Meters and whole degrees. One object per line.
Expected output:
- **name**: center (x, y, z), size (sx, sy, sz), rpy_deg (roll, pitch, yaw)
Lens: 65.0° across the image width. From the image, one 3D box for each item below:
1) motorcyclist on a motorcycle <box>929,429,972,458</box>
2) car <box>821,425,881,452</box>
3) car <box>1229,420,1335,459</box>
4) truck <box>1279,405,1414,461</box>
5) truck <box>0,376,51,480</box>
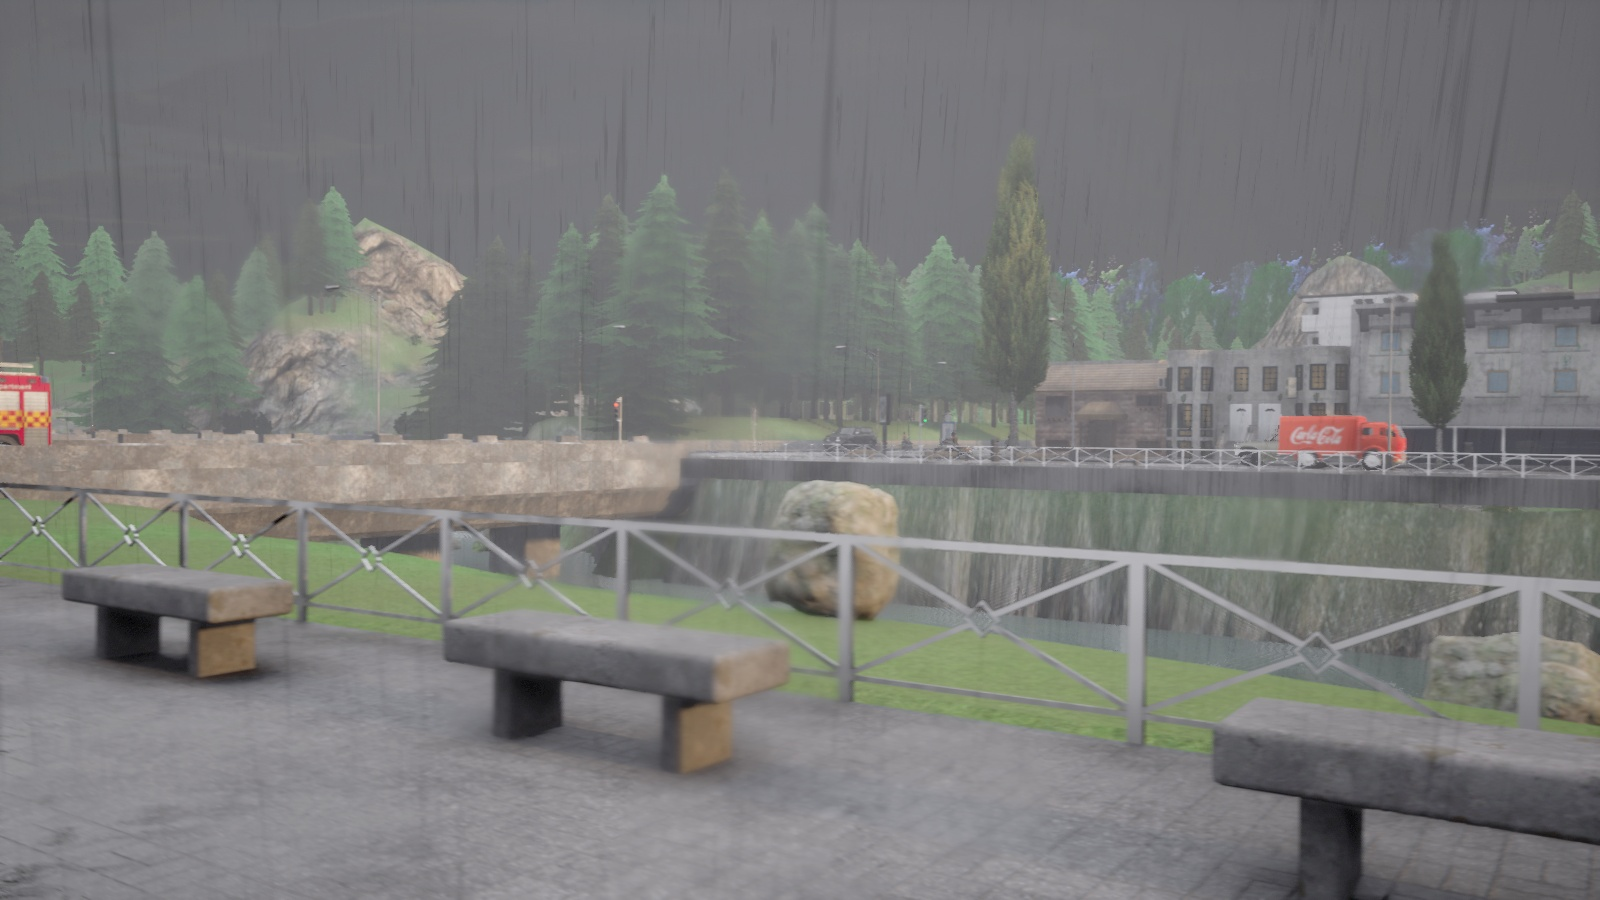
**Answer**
- **motorcyclist on a motorcycle**: center (8.660, -0.386, 72.472), size (2.350, 1.649, 0.766), rpy_deg (0, 1, 34)
- **car**: center (4.052, -0.941, 99.292), size (2.150, 2.045, 5.566), rpy_deg (0, 1, 33)
- **car**: center (23.920, -0.519, 62.338), size (4.605, 1.855, 1.932), rpy_deg (0, 1, 34)
- **truck**: center (24.775, -0.757, 56.965), size (5.204, 2.467, 2.627), rpy_deg (0, 1, 34)
- **truck**: center (-32.050, -0.759, 44.963), size (2.891, 3.827, 8.468), rpy_deg (0, 1, 34)
